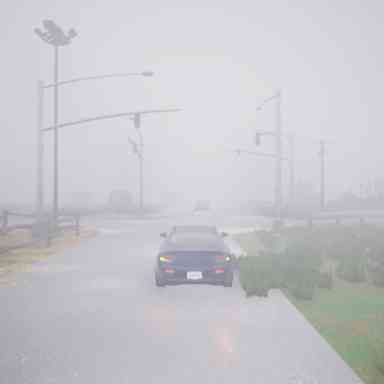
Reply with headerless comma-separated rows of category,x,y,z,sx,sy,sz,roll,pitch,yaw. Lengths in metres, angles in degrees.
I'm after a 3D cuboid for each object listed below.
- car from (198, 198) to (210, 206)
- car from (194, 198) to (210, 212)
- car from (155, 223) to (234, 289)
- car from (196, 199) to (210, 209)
car,2.321,1.877,63.220,2.033,1.411,5.357,0,0,3
car,1.298,1.758,42.559,2.033,1.411,5.357,0,0,3
car,0.058,1.579,9.238,1.812,1.442,4.674,0,0,0
car,1.782,1.817,52.709,2.033,1.411,5.357,0,0,3
